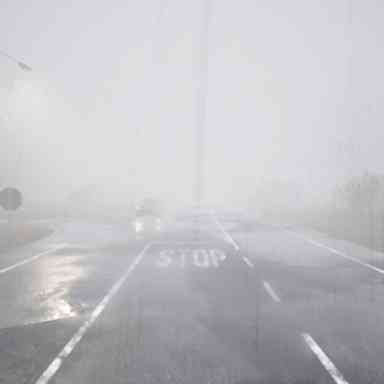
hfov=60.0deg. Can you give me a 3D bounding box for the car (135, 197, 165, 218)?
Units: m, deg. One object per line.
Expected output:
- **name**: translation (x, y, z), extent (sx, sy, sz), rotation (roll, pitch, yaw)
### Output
- **car**: translation (-3.445, 1.199, 27.968), extent (2.097, 1.767, 4.553), rotation (0, 0, 0)
